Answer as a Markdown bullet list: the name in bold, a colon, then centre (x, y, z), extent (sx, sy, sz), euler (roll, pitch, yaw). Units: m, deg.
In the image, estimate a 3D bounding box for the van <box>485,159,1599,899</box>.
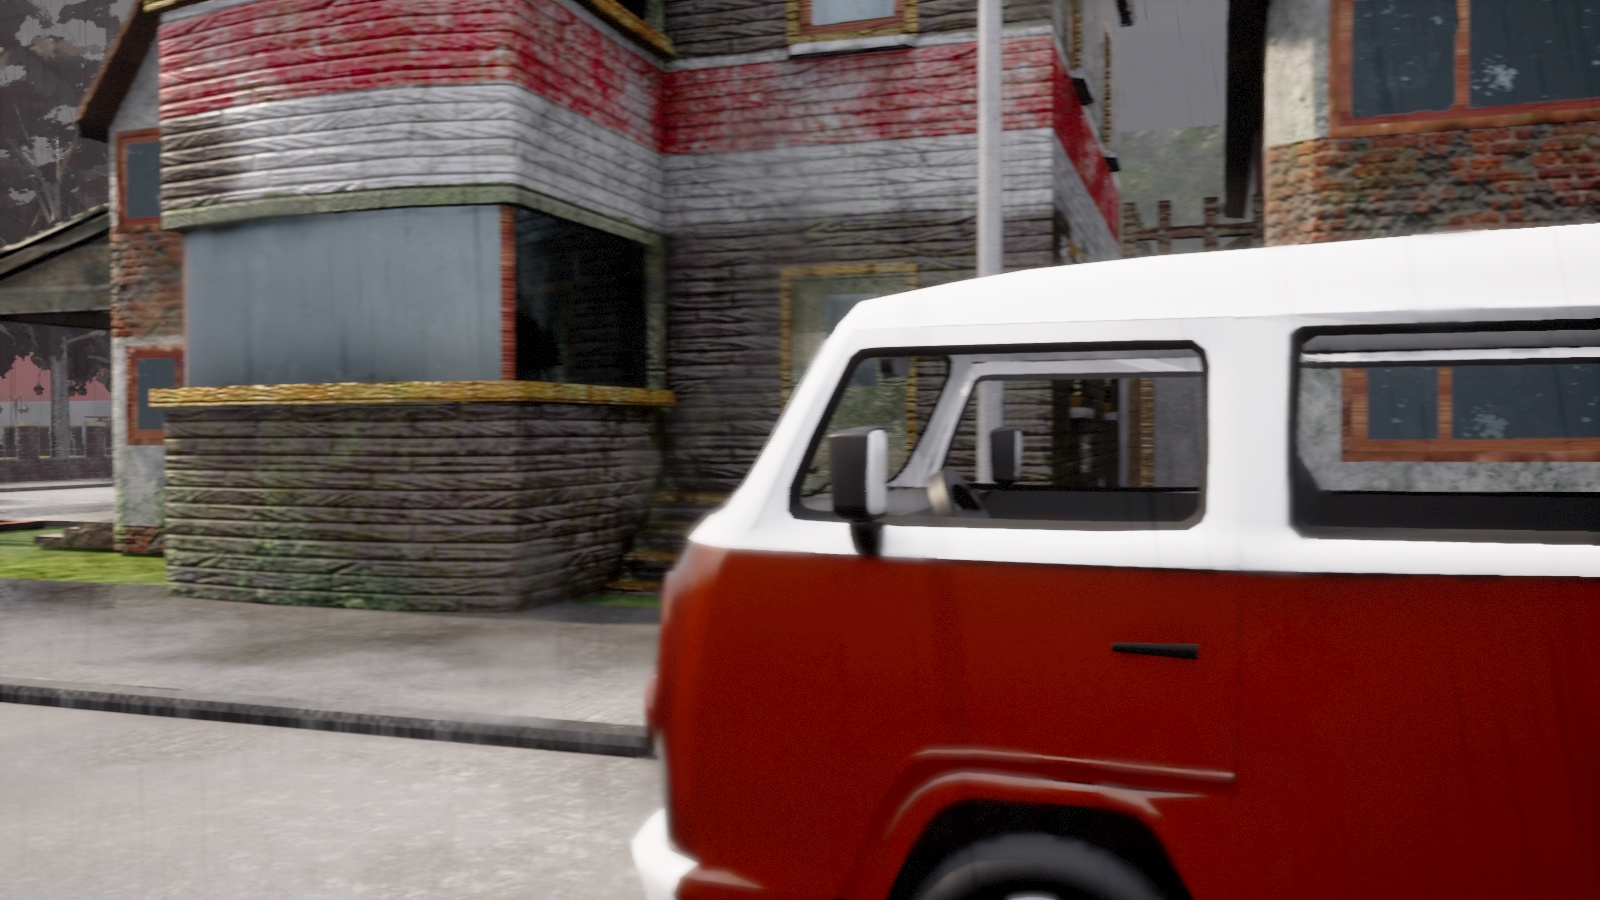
- **van**: centre (1.734, 0.506, 3.134), extent (4.480, 2.038, 2.069), euler (1, 1, 19)
